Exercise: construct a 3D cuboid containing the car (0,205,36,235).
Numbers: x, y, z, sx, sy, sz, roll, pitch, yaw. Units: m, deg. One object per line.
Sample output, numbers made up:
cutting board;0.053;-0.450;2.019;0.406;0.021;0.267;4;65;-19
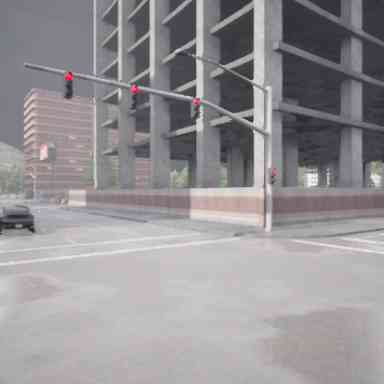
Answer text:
car;-10.332;1.505;19.173;1.837;1.490;4.892;0;0;-35
